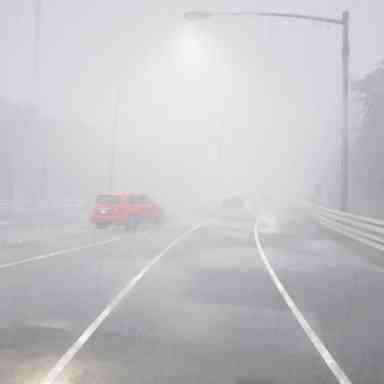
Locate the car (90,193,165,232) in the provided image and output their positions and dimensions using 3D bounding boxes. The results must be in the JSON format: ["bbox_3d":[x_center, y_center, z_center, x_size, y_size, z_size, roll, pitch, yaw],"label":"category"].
[{"bbox_3d":[-3.558,1.079,19.475,2.150,2.045,5.566,0,0,21],"label":"car"}]

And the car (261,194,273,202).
[{"bbox_3d":[15.121,1.197,67.352,1.812,1.442,4.674,0,0,21],"label":"car"}]

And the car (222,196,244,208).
[{"bbox_3d":[5.234,1.231,42.073,1.882,1.535,5.008,0,0,21],"label":"car"}]

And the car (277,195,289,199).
[{"bbox_3d":[24.682,1.353,91.596,1.895,1.301,4.718,0,0,22],"label":"car"}]
